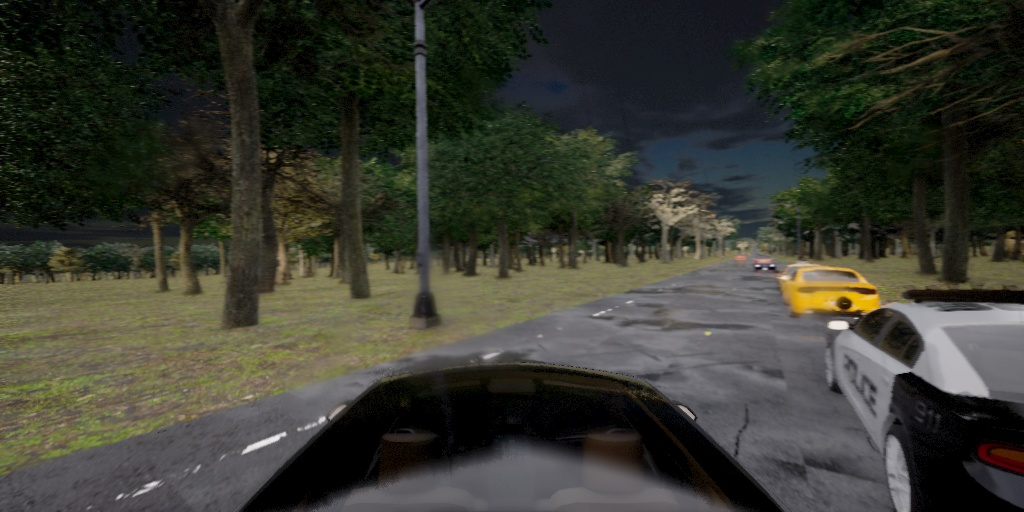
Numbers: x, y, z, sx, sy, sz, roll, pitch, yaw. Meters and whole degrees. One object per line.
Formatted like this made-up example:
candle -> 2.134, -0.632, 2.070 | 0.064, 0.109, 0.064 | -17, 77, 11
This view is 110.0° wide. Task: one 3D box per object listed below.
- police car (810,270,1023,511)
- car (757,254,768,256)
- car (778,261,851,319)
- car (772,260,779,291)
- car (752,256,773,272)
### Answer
police car -> 4.426, 1.094, 3.359 | 1.930, 1.638, 5.238 | -1, -1, 34
car -> 32.438, 0.609, 46.431 | 2.097, 1.767, 4.553 | -1, 0, 34
car -> 9.989, 1.082, 11.539 | 1.882, 1.535, 5.008 | -1, 0, 34
car -> 13.469, 1.015, 16.658 | 1.801, 1.575, 5.366 | -1, 0, 34
car -> 26.352, 0.968, 37.397 | 1.895, 1.301, 4.718 | -2, 0, 35
